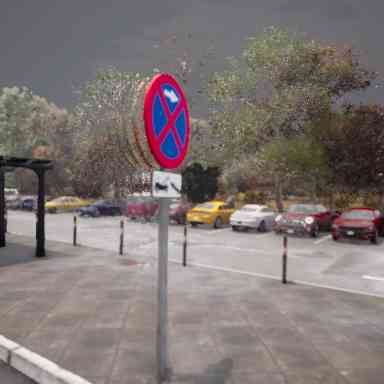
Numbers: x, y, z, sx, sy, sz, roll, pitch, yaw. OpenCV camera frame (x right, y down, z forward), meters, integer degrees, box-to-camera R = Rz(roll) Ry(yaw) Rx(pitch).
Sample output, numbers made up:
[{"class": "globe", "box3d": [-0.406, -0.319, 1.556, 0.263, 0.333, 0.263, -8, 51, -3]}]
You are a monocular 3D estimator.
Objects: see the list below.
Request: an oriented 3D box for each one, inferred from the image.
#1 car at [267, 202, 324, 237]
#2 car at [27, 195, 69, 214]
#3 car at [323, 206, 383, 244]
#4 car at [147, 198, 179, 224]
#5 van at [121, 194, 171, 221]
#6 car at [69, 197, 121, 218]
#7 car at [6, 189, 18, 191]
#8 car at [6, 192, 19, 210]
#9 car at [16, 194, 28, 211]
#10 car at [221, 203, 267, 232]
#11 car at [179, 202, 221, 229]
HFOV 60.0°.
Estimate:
[{"class": "car", "box3d": [6.199, 1.367, 18.344, 2.185, 1.767, 4.553, 1, 1, 35]}, {"class": "car", "box3d": [-12.019, 1.146, 31.039, 1.946, 1.575, 5.366, 1, 1, 35]}, {"class": "car", "box3d": [8.445, 1.536, 16.715, 2.097, 1.535, 5.008, 1, 1, 35]}, {"class": "car", "box3d": [-0.608, 1.403, 23.144, 2.002, 1.452, 4.674, 1, 1, 35]}, {"class": "van", "box3d": [-2.796, 1.094, 24.848, 1.878, 1.987, 4.442, 1, 1, 35]}, {"class": "car", "box3d": [-7.406, 1.264, 27.949, 2.163, 1.488, 4.792, 1, 1, 35]}, {"class": "car", "box3d": [-23.232, 0.685, 39.209, 2.435, 2.045, 5.566, 1, 1, 35]}, {"class": "car", "box3d": [-16.430, 1.065, 34.412, 2.231, 1.521, 4.892, 1, 1, 35]}, {"class": "car", "box3d": [-14.156, 1.136, 32.823, 2.163, 1.488, 4.792, 1, 1, 35]}, {"class": "car", "box3d": [3.917, 1.489, 19.926, 2.002, 1.452, 4.674, 1, 1, 35]}, {"class": "car", "box3d": [1.654, 1.405, 21.533, 2.097, 1.535, 5.008, 1, 1, 35]}]
